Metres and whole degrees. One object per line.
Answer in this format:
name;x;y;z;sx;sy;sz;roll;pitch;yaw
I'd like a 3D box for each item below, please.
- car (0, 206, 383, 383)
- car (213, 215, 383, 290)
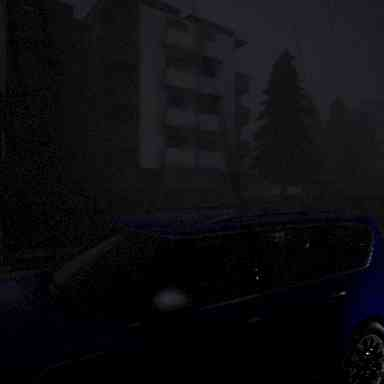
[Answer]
car;-0.028;1.212;3.520;5.566;2.045;2.150;0;0;-32
car;3.451;1.525;9.639;5.357;1.411;2.033;0;0;-25
